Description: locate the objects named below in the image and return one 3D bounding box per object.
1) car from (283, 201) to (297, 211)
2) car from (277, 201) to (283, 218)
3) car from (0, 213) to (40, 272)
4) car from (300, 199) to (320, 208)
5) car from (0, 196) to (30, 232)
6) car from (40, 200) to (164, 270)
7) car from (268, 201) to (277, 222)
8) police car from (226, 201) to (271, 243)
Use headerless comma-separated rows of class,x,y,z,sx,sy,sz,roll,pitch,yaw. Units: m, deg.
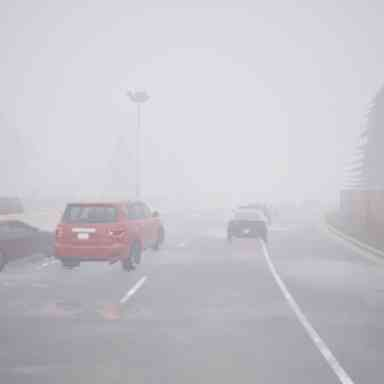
car,12.652,1.833,44.860,1.994,1.385,4.181,0,0,34
car,6.853,1.631,30.456,1.801,1.575,5.366,0,0,21
car,-6.096,1.551,10.531,1.812,1.442,4.674,0,0,6
car,19.456,1.851,54.724,1.837,1.490,4.892,0,0,41
car,-12.056,1.261,18.910,2.150,2.045,5.566,0,0,11
car,-2.503,1.266,11.380,2.150,2.045,5.566,0,0,7
car,5.063,1.495,25.332,2.097,1.767,4.553,0,0,17
police car,2.898,1.520,17.071,1.930,1.638,5.238,0,0,12
